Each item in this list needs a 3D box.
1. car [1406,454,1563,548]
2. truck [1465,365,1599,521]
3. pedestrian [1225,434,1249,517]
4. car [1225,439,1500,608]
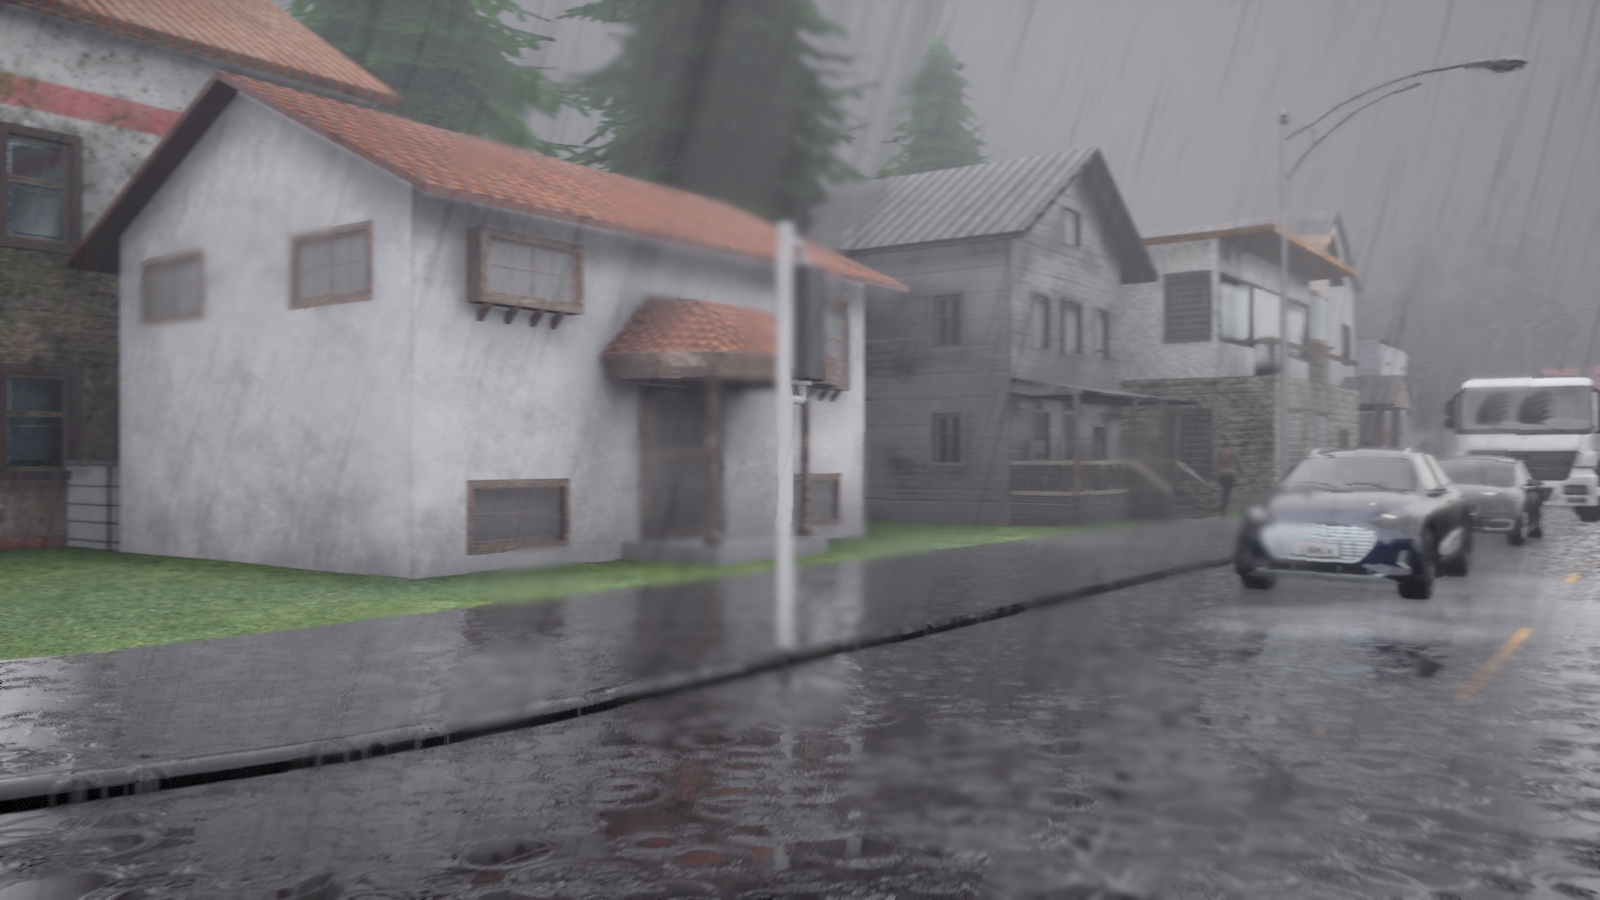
[{"bbox_3d":[12.311,0.824,22.426,1.837,1.490,4.892,-1,0,36],"label":"car"},{"bbox_3d":[19.099,-0.140,31.796,2.891,3.462,7.936,-1,0,36],"label":"truck"},{"bbox_3d":[9.891,0.576,28.396,0.331,1.846,0.634,-1,0,36],"label":"pedestrian"},{"bbox_3d":[6.794,0.731,14.828,2.033,1.649,4.856,-1,0,35],"label":"car"}]
